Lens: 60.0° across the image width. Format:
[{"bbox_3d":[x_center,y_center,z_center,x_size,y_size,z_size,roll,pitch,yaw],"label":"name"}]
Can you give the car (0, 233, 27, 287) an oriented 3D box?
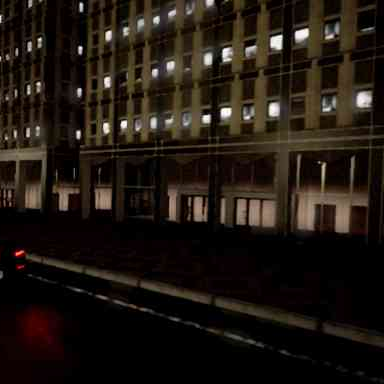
[{"bbox_3d":[-5.631,1.416,7.701,4.674,1.442,1.812,1,0,35],"label":"car"}]
